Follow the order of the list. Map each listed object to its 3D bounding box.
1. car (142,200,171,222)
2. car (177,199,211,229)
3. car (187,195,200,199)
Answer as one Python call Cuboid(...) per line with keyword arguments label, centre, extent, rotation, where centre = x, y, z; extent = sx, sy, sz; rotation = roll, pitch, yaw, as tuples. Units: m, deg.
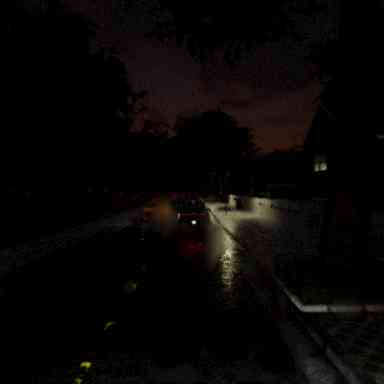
Cuboid(label="car", centre=(-2.726, 1.385, 25.984), extent=(1.882, 1.535, 5.008), rotation=(0, 0, 0))
Cuboid(label="car", centre=(0.114, 1.432, 20.913), extent=(1.837, 1.490, 4.892), rotation=(0, 0, 0))
Cuboid(label="car", centre=(0.136, 1.196, 40.218), extent=(2.097, 1.767, 4.553), rotation=(0, 0, 0))
